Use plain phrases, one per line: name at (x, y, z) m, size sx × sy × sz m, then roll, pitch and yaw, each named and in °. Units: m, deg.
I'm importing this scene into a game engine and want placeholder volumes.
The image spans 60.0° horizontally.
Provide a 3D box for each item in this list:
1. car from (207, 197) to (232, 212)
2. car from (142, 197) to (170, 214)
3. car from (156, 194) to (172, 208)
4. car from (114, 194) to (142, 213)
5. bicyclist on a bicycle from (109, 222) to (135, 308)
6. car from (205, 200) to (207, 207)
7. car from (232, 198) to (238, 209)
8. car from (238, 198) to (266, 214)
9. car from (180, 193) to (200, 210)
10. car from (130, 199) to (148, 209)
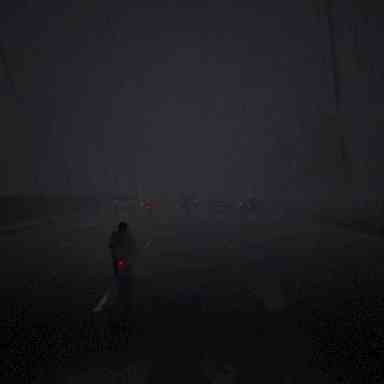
car at (3.130, 1.532, 38.637) m, size 1.837 × 1.490 × 4.892 m, roll 0°, pitch 0°, yaw 0°
car at (-3.818, 1.573, 36.107) m, size 2.033 × 1.411 × 5.357 m, roll 0°, pitch 0°, yaw 0°
car at (-4.015, 1.254, 46.352) m, size 2.150 × 2.045 × 5.566 m, roll 0°, pitch 0°, yaw 0°
car at (-7.334, 1.248, 37.688) m, size 2.150 × 2.045 × 5.566 m, roll 0°, pitch 0°, yaw -1°
bicyclist on a bicycle at (-1.460, 1.459, 6.954) m, size 0.582 × 1.620 × 1.656 m, roll 0°, pitch -2°, yaw -7°
car at (2.992, 1.539, 48.049) m, size 1.837 × 1.490 × 4.892 m, roll 0°, pitch 0°, yaw 0°
car at (6.494, 1.579, 45.481) m, size 2.033 × 1.411 × 5.357 m, roll 0°, pitch 0°, yaw 0°
car at (6.613, 1.377, 36.171) m, size 2.097 × 1.767 × 4.553 m, roll 0°, pitch 0°, yaw 0°
car at (-0.404, 1.252, 43.816) m, size 2.150 × 2.045 × 5.566 m, roll 0°, pitch 0°, yaw -1°
car at (-7.502, 1.634, 47.451) m, size 1.895 × 1.301 × 4.718 m, roll 0°, pitch 0°, yaw 0°
